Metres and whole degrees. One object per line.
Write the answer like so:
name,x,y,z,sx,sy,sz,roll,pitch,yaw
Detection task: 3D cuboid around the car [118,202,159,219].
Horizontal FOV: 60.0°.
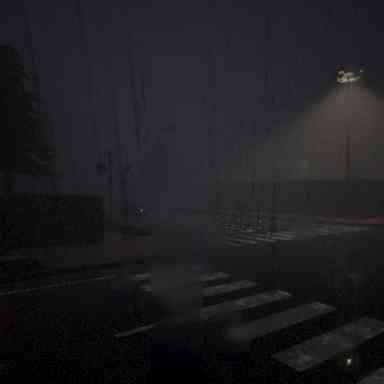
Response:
car,-4.727,1.580,29.094,1.895,1.301,4.718,0,0,-35
